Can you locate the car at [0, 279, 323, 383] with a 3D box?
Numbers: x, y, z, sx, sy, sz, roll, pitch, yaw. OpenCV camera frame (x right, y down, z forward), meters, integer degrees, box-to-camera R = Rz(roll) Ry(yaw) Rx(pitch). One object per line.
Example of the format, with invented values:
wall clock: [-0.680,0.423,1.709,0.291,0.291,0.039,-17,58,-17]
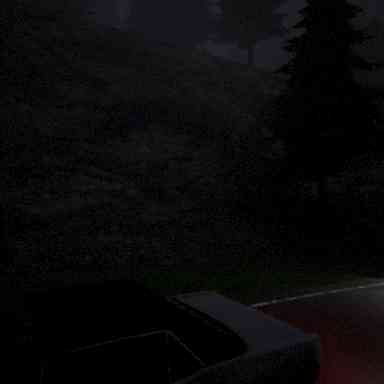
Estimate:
car: [-1.163,1.586,2.736,4.718,1.301,1.895,0,0,-33]
